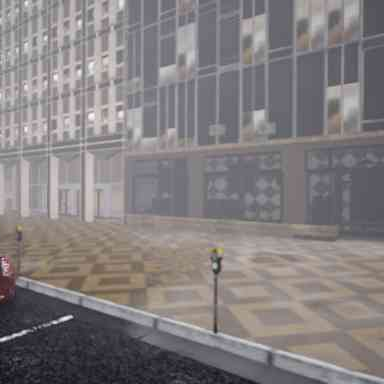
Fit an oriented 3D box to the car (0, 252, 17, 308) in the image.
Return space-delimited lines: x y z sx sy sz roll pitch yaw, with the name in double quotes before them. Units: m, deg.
"car" -5.366 1.459 6.692 4.097 1.590 1.967 0 0 36
